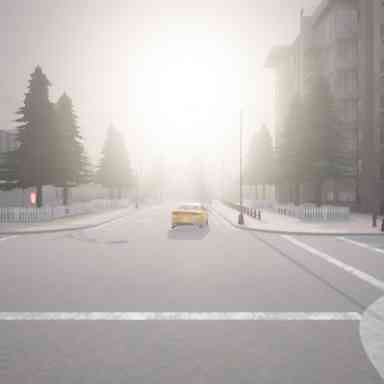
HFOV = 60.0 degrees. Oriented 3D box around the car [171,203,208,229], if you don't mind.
[{"bbox_3d":[-0.069,1.463,21.704,1.882,1.535,5.008,1,0,8],"label":"car"}]
